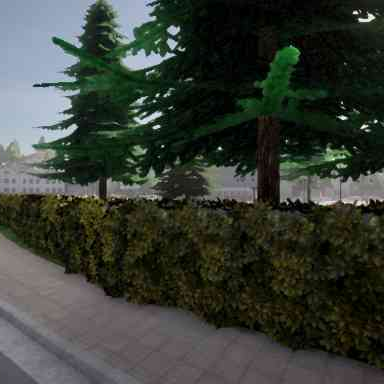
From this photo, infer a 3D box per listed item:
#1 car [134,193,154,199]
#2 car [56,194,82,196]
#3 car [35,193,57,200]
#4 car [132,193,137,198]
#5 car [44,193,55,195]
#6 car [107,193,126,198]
[{"bbox_3d":[-7.908,1.384,60.724,3.806,1.475,1.970,0,0,-36],"label":"car"},{"bbox_3d":[-23.826,1.320,64.084,3.633,1.501,1.845,0,0,-36],"label":"car"},{"bbox_3d":[-36.273,1.097,82.782,4.605,1.855,1.932,0,0,-36],"label":"car"},{"bbox_3d":[-10.838,1.097,77.812,4.605,1.855,1.932,0,0,-36],"label":"car"},{"bbox_3d":[-29.605,1.298,72.236,4.514,1.523,2.007,0,0,-36],"label":"car"},{"bbox_3d":[-20.307,1.154,90.342,5.027,1.636,2.152,0,0,-36],"label":"car"}]
